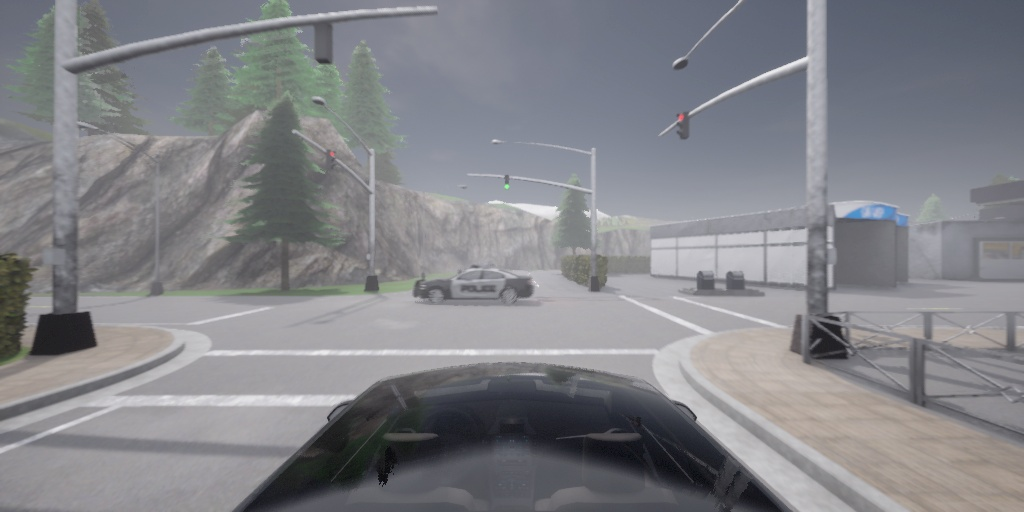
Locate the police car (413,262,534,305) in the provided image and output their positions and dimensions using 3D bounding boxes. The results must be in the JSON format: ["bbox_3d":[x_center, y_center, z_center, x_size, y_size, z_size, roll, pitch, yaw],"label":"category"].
[{"bbox_3d":[-1.635,1.205,15.760,5.238,1.638,1.930,0,0,1],"label":"police car"}]

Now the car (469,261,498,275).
[{"bbox_3d":[-3.314,1.383,42.889,2.033,1.411,5.357,0,0,11],"label":"car"}]
